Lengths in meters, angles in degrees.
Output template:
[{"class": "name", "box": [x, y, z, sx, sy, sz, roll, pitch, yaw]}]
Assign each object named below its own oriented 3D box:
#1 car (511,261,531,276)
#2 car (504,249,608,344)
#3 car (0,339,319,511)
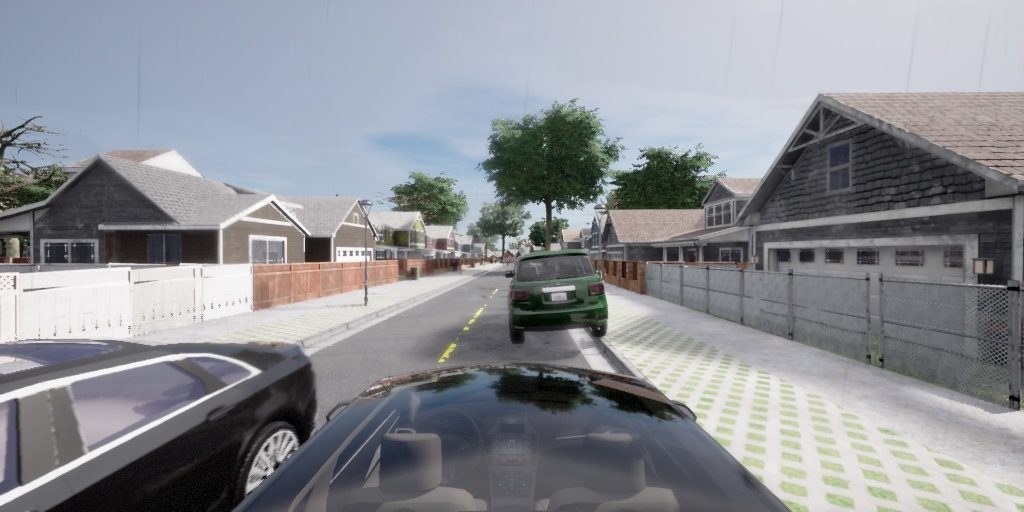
[{"class": "car", "box": [1.102, 1.322, 39.611, 2.033, 1.411, 5.357, 0, 0, 3]}, {"class": "car", "box": [1.012, 0.897, 9.750, 2.150, 2.045, 5.566, -5, 0, 2]}, {"class": "car", "box": [-2.695, 1.241, 1.312, 2.128, 1.511, 4.902, 0, 0, 0]}]
